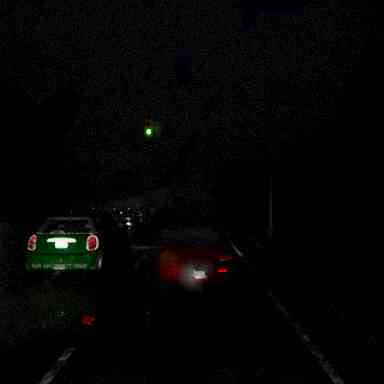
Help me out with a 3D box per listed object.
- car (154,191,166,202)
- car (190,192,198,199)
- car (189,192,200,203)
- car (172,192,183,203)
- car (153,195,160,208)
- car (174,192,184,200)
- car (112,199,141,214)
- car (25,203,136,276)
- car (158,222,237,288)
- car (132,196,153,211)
[{"bbox_3d":[-6.557,0.900,68.578,2.150,2.045,5.566,0,3,1],"label":"car"},{"bbox_3d":[0.506,0.797,76.549,1.837,1.490,4.892,0,3,0],"label":"car"},{"bbox_3d":[0.530,1.126,66.469,2.097,1.767,4.553,0,3,0],"label":"car"},{"bbox_3d":[-2.971,1.265,66.224,1.882,1.535,5.008,0,3,1],"label":"car"},{"bbox_3d":[-6.753,1.699,54.025,1.837,1.490,4.892,0,1,0],"label":"car"},{"bbox_3d":[-2.996,0.833,76.337,2.128,1.511,4.902,0,3,0],"label":"car"},{"bbox_3d":[-6.903,1.748,34.773,1.895,1.301,4.718,0,0,0],"label":"car"},{"bbox_3d":[-3.361,1.397,10.710,2.097,1.767,4.553,0,0,0],"label":"car"},{"bbox_3d":[0.133,1.565,9.265,1.812,1.442,4.674,0,0,0],"label":"car"},{"bbox_3d":[-6.835,1.677,43.935,2.128,1.511,4.902,0,0,0],"label":"car"}]
